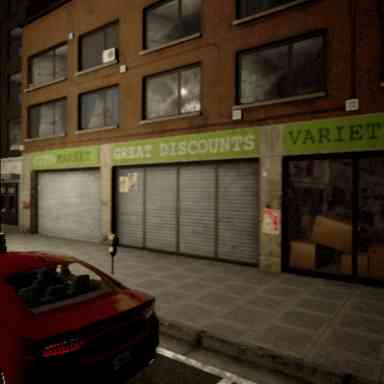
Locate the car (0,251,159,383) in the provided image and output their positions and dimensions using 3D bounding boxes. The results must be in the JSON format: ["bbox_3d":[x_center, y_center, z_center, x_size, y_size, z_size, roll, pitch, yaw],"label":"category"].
[{"bbox_3d":[-2.497,1.504,4.602,4.507,1.381,1.887,1,0,36],"label":"car"}]
